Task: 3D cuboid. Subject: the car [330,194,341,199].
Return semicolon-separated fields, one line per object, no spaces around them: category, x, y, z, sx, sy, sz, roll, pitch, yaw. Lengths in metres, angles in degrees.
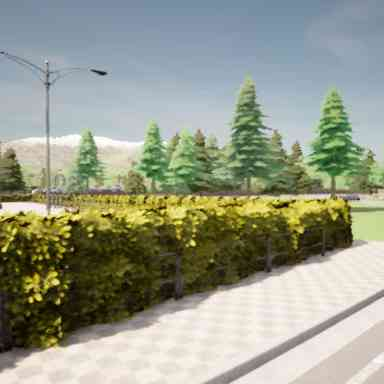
car;33.712;1.102;77.327;1.895;1.301;4.718;0;0;7

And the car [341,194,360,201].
car;32.478;1.160;67.429;1.994;1.385;4.181;0;0;7
